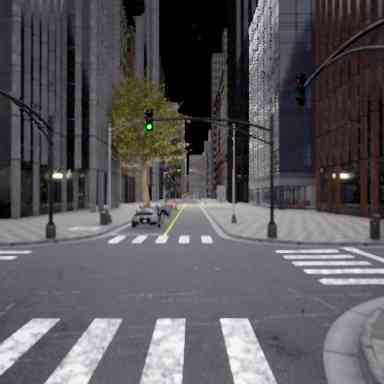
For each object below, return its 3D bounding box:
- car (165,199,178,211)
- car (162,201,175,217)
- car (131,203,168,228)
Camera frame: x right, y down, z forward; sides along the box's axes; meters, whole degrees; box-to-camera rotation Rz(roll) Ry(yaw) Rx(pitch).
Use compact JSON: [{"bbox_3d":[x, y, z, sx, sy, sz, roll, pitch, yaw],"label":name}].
[{"bbox_3d":[-3.129,1.769,47.131,2.097,1.767,4.553,0,-1,0],"label":"car"},{"bbox_3d":[-3.133,1.904,34.328,1.895,1.301,4.718,0,-1,0],"label":"car"},{"bbox_3d":[-3.114,1.778,24.131,1.994,1.385,4.181,0,-1,1],"label":"car"}]
